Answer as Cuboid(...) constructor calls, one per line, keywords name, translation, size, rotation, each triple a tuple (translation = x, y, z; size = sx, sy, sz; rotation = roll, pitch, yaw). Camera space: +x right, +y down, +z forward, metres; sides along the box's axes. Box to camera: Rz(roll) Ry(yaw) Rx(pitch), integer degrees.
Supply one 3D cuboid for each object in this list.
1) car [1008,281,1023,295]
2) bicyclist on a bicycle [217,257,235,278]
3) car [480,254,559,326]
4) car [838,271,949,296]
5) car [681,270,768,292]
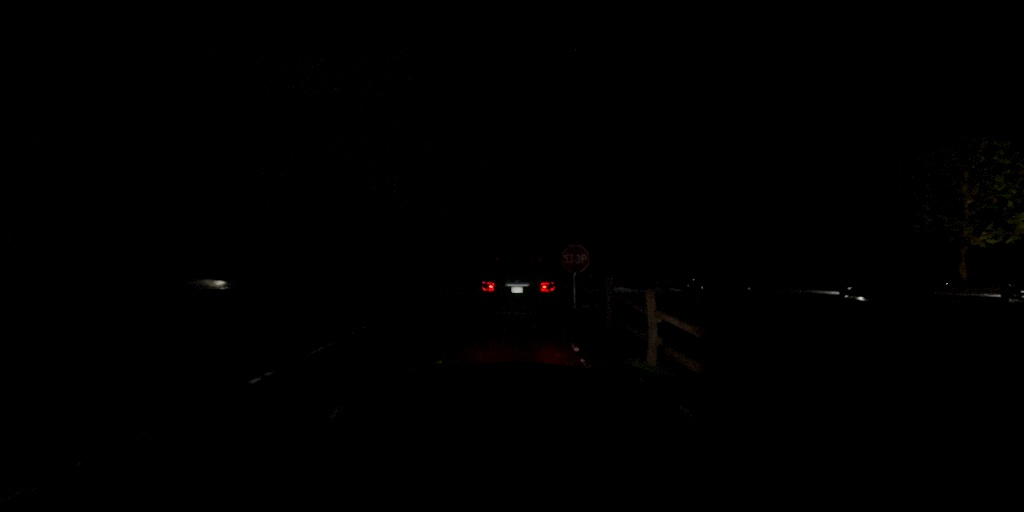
Cuboid(name="car", translation=(34.417, 1.833, 22.181), size=(5.357, 1.411, 2.033), rotation=(1, 0, 3))
Cuboid(name="bicyclist on a bicycle", translation=(-21.988, 0.889, 27.569), size=(0.582, 1.620, 1.656), rotation=(1, 0, 2))
Cuboid(name="car", translation=(0.369, 0.975, 11.874), size=(2.150, 2.045, 5.566), rotation=(0, 0, 5))
Cuboid(name="car", translation=(23.997, 1.681, 22.623), size=(5.357, 1.411, 2.033), rotation=(1, 0, 2))
Cuboid(name="car", translation=(13.469, 1.579, 23.030), size=(4.718, 1.301, 1.895), rotation=(1, 0, 1))
